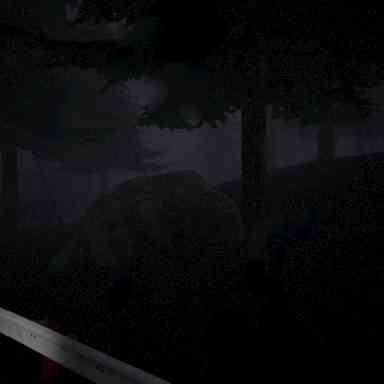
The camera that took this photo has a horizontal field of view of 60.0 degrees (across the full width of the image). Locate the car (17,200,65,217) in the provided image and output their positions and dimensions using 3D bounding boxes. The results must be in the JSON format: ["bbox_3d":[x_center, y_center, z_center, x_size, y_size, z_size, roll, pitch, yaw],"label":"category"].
[{"bbox_3d":[-13.130,1.489,27.927,1.837,1.490,4.892,0,0,36],"label":"car"}]
